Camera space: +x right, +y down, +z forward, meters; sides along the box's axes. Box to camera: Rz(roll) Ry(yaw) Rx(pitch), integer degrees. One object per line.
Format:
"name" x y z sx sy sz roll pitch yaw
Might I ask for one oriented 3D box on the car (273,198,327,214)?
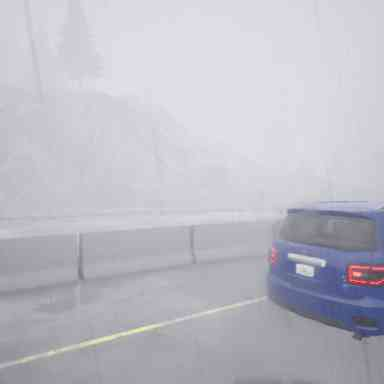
"car" 11.145 1.409 34.209 5.357 1.411 2.033 0 0 -25

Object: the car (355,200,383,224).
"car" 14.500 1.371 24.148 4.902 1.511 2.128 0 0 -25

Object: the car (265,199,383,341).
"car" 3.859 1.190 6.167 5.566 2.045 2.150 0 0 -33

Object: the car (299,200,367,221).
"car" 11.286 1.431 26.542 5.357 1.411 2.033 0 0 -26

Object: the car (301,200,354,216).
"car" 12.635 1.467 31.027 4.718 1.301 1.895 0 0 -25
